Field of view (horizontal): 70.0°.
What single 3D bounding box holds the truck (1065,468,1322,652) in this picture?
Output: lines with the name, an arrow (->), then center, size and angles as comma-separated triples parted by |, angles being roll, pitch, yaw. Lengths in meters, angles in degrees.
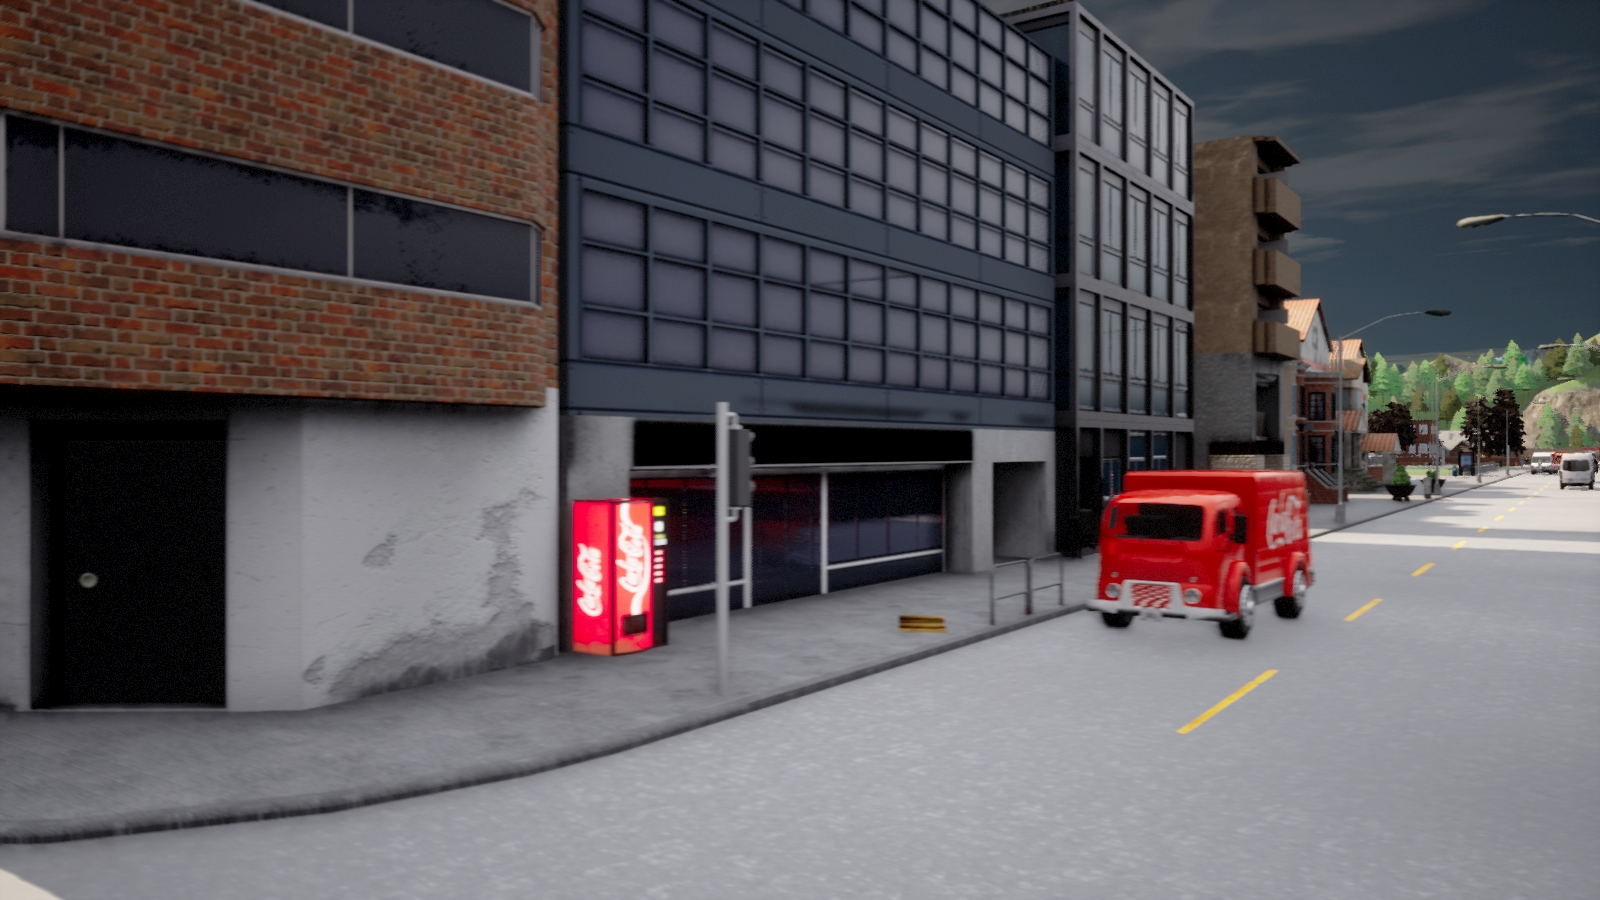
truck -> 6.609, 1.567, 18.744 | 2.627, 2.467, 5.204 | 0, 0, 35
